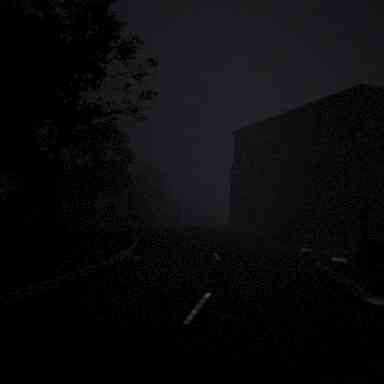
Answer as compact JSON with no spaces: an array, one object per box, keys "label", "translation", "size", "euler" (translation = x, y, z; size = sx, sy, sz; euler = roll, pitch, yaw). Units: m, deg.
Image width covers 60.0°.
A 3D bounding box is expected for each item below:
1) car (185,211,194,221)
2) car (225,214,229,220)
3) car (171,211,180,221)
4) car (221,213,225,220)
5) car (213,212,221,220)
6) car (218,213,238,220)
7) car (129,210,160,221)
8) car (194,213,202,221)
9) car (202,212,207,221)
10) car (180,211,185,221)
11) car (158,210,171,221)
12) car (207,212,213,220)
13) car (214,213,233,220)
[{"label":"car","translation":[-3.048,5.369,71.307],"size":[5.366,1.575,1.946],"euler":[1,-3,12]},{"label":"car","translation":[6.797,6.440,86.246],"size":[5.008,1.535,2.097],"euler":[1,-2,13]},{"label":"car","translation":[-5.954,4.696,66.259],"size":[5.566,2.045,2.435],"euler":[1,-4,12]},{"label":"car","translation":[5.153,6.290,83.778],"size":[4.892,1.521,2.231],"euler":[1,-3,13]},{"label":"car","translation":[3.511,5.875,81.300],"size":[5.566,2.045,2.435],"euler":[1,-3,13]},{"label":"car","translation":[9.909,6.726,91.228],"size":[5.366,1.575,1.946],"euler":[1,-2,14]},{"label":"car","translation":[-9.083,4.509,61.181],"size":[4.892,1.521,2.231],"euler":[1,-3,11]},{"label":"car","translation":[-1.242,5.329,73.802],"size":[5.566,2.045,2.435],"euler":[1,-4,12]},{"label":"car","translation":[0.348,5.647,76.294],"size":[4.553,1.767,2.185],"euler":[1,-3,12]},{"label":"car","translation":[-4.459,5.038,68.778],"size":[4.553,1.767,2.185],"euler":[1,-4,12]},{"label":"car","translation":[-7.564,4.475,63.734],"size":[5.566,2.045,2.435],"euler":[1,-3,11]},{"label":"car","translation":[1.888,5.983,78.793],"size":[4.792,1.488,2.163],"euler":[1,-3,13]},{"label":"car","translation":[8.413,6.461,88.738],"size":[4.553,1.767,2.185],"euler":[1,-3,14]}]
